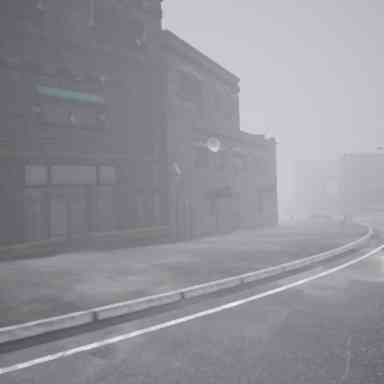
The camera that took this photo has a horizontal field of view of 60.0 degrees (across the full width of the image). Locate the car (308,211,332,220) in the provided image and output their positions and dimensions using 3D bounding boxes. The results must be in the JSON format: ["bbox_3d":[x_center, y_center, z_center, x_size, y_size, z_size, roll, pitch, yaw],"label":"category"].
[{"bbox_3d":[21.415,3.900,56.012,2.033,1.411,5.357,-2,-4,-6],"label":"car"}]
